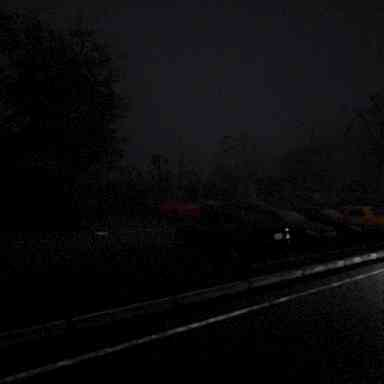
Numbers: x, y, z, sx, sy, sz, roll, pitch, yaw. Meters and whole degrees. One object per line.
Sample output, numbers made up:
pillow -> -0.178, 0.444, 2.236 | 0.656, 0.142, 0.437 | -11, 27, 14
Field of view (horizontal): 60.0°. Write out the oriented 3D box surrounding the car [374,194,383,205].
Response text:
car -> 28.681, 1.068, 46.720 | 2.231, 1.521, 4.892 | -1, 1, -35

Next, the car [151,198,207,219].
car -> -1.327, 1.242, 25.546 | 2.185, 1.767, 4.553 | 0, 0, -35

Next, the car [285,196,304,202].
car -> 7.805, 1.388, 31.978 | 2.163, 1.488, 4.792 | 0, 0, -35

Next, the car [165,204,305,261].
car -> 1.291, 1.402, 12.077 | 2.163, 1.488, 4.792 | 0, 0, -35

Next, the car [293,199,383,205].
car -> 8.132, 1.363, 17.087 | 1.946, 1.575, 5.366 | 0, 0, -35

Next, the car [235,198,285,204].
car -> 5.577, 1.362, 30.454 | 2.231, 1.521, 4.892 | 0, 0, -35

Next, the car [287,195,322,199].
car -> 10.114, 1.386, 33.604 | 2.163, 1.488, 4.792 | 0, 0, -35

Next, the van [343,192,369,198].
van -> 19.515, 1.049, 40.114 | 1.878, 1.987, 4.442 | -1, 1, -35

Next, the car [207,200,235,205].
car -> 0.865, 1.365, 27.122 | 2.097, 1.535, 5.008 | 0, 0, -35

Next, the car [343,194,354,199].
car -> 14.727, 1.349, 36.882 | 2.097, 1.535, 5.008 | 0, 0, -35

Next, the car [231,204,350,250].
car -> 3.617, 1.410, 13.683 | 2.002, 1.452, 4.674 | 0, 0, -35

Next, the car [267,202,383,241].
car -> 5.927, 1.408, 15.310 | 2.002, 1.452, 4.674 | 0, 0, -35

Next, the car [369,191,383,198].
car -> 15.185, 1.108, 21.795 | 2.435, 2.045, 5.566 | 0, 0, -35

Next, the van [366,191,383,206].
van -> 26.305, 0.893, 45.183 | 1.878, 1.987, 4.442 | -1, 1, -35

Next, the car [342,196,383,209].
car -> 21.743, 1.253, 41.866 | 2.163, 1.488, 4.792 | -1, 1, -35

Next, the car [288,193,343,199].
car -> 12.421, 1.103, 35.231 | 2.435, 2.045, 5.566 | 0, 0, -35

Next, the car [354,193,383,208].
car -> 23.983, 1.048, 43.366 | 2.185, 1.767, 4.553 | -1, 1, -35
